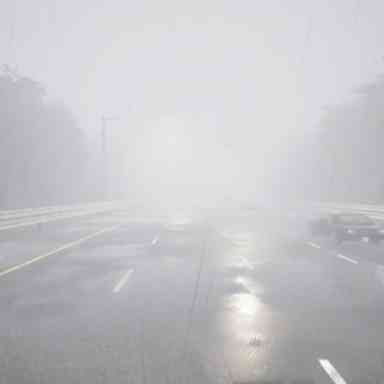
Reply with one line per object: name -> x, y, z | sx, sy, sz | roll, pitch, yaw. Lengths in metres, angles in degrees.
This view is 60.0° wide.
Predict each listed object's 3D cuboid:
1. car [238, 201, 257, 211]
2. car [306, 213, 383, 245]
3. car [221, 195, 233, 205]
car -> 7.088, 1.794, 42.924 | 1.895, 1.301, 4.718 | 0, 0, 0
car -> 7.007, 1.636, 15.648 | 1.895, 1.301, 4.718 | 0, 0, 0
car -> 7.243, 1.597, 69.280 | 2.150, 2.045, 5.566 | 0, 0, 0
